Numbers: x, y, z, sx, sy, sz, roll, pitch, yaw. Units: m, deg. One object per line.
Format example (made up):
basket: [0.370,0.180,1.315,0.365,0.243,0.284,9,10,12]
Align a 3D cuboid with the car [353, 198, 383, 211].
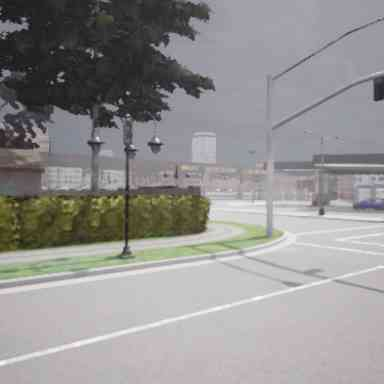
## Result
car: [24.564,1.662,45.712,2.242,1.667,4.611,1,0,-35]
